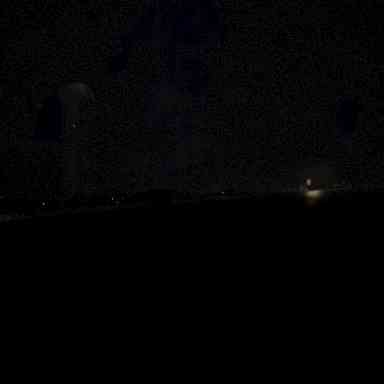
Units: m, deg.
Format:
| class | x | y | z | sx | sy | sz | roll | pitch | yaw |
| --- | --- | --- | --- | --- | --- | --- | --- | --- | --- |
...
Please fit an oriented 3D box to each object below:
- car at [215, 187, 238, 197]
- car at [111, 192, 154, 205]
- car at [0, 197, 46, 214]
| class | x | y | z | sx | sy | sz | roll | pitch | yaw |
| --- | --- | --- | --- | --- | --- | --- | --- | --- | --- |
| car | 5.442 | -0.047 | 51.507 | 1.837 | 1.490 | 4.892 | -1 | 1 | 36 |
| car | -6.257 | 0.675 | 35.253 | 1.895 | 1.301 | 4.718 | -1 | 1 | 36 |
| car | -13.704 | 1.054 | 24.765 | 2.033 | 1.411 | 5.357 | -1 | 1 | 34 |
